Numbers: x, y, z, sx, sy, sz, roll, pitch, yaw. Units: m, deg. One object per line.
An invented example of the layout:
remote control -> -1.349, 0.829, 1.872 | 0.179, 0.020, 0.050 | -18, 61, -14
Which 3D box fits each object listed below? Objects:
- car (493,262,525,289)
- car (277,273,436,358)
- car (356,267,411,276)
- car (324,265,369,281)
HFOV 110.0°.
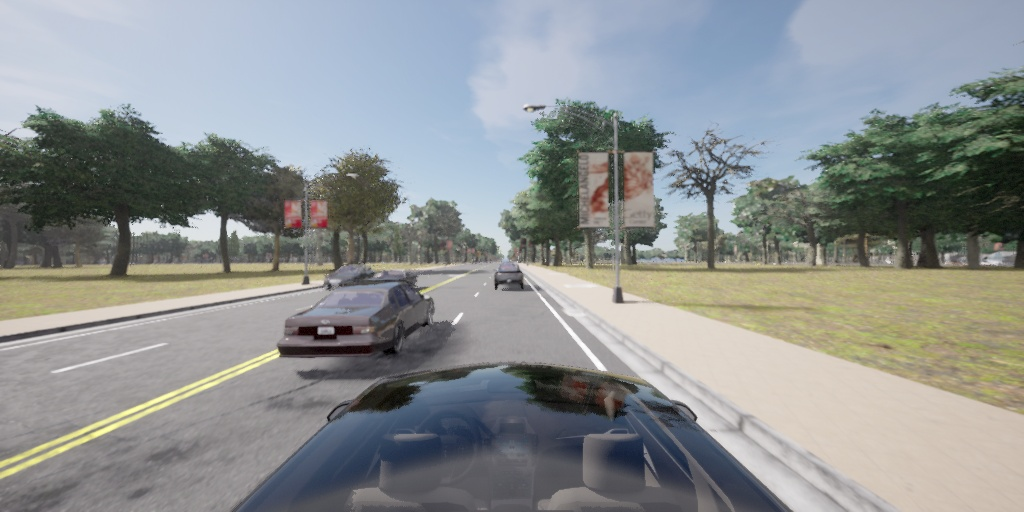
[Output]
car -> -0.201, 1.268, 23.405 | 2.128, 1.511, 4.902 | -1, 0, -1
car -> -3.229, 1.329, 8.662 | 2.033, 1.411, 5.357 | -1, 0, -1
car -> -6.853, 1.431, 20.545 | 1.895, 1.301, 4.718 | -1, 0, -1
car -> -10.138, 1.356, 22.896 | 2.128, 1.511, 4.902 | -1, 0, -1
